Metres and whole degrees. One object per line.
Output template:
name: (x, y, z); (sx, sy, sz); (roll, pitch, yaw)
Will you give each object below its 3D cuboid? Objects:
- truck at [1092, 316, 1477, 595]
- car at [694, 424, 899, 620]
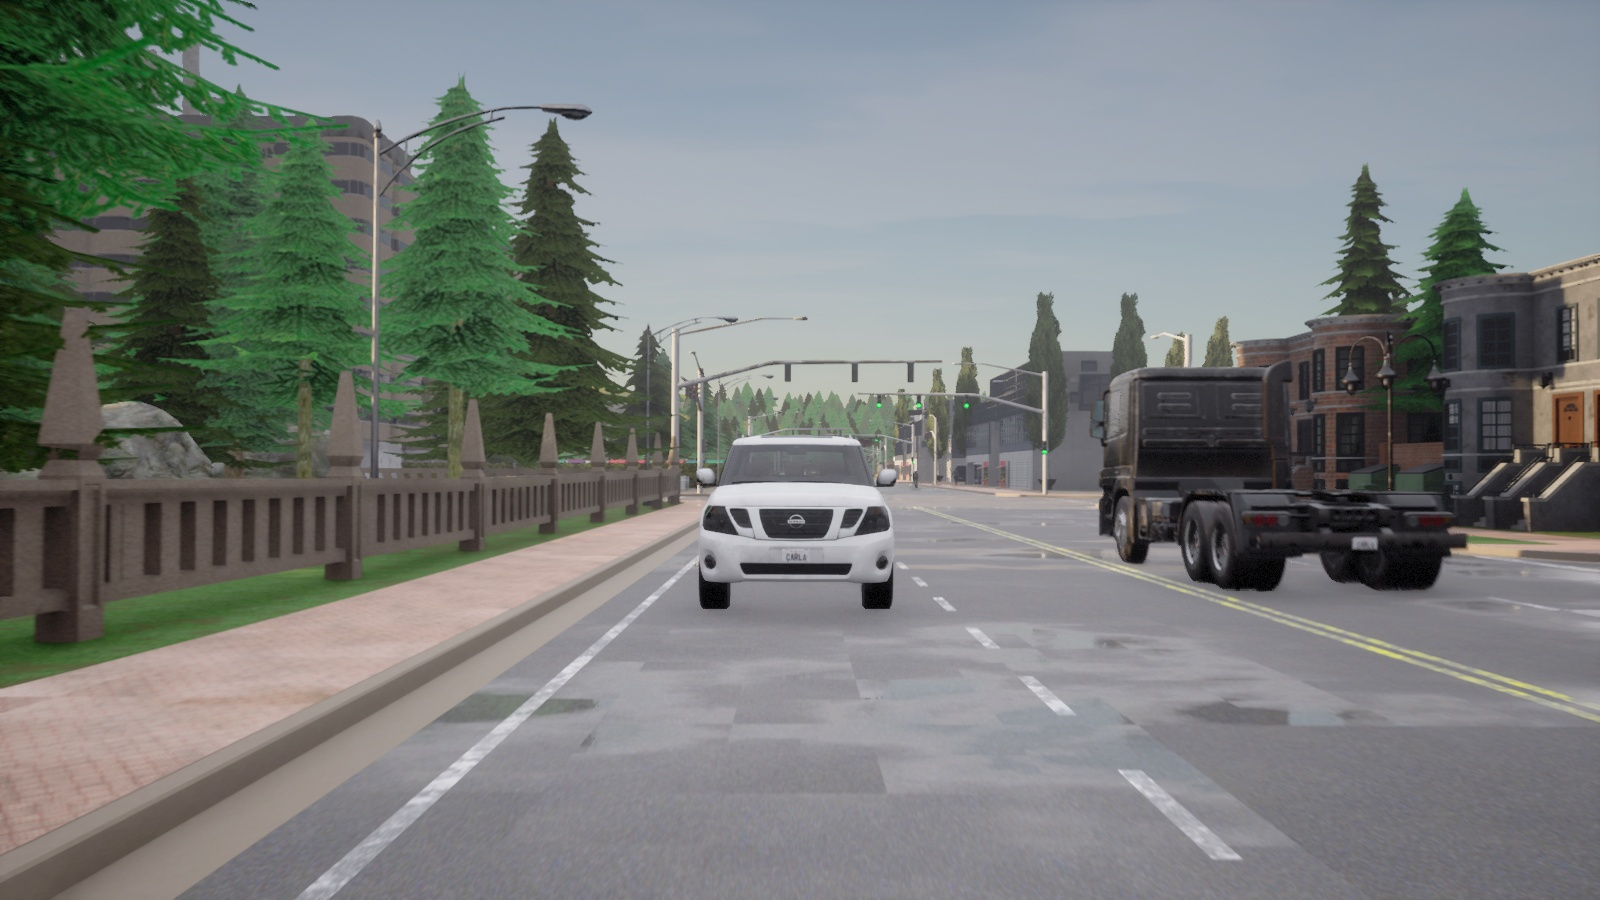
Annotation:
truck: (6.948, 0.133, 19.595); (2.891, 3.462, 7.936); (0, -1, 0)
car: (-0.040, 0.802, 16.001); (2.150, 2.045, 5.566); (0, -1, 0)
